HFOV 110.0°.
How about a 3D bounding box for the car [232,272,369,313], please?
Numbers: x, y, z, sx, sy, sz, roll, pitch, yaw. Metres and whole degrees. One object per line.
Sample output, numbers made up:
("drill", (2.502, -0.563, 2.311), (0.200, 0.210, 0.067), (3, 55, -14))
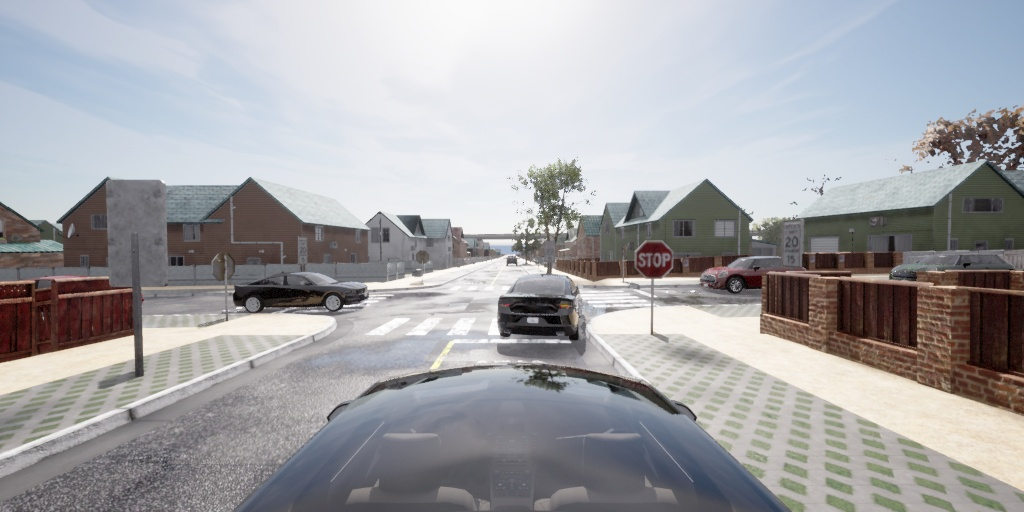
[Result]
("car", (-8.470, 1.377, 14.611), (5.008, 1.535, 1.882), (-1, 2, 0))

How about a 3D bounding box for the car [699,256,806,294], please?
("car", (11.805, 0.820, 17.696), (4.553, 1.767, 2.097), (-1, 2, 0))

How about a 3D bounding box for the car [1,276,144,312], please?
("car", (-18.022, 1.547, 14.547), (5.008, 1.535, 1.882), (-1, 2, 0))

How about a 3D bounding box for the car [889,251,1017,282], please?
("car", (21.700, 0.646, 17.768), (4.553, 1.767, 2.097), (-1, 2, 0))

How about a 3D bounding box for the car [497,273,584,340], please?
("car", (0.957, 1.225, 10.085), (1.882, 1.535, 5.008), (0, 0, 12))
